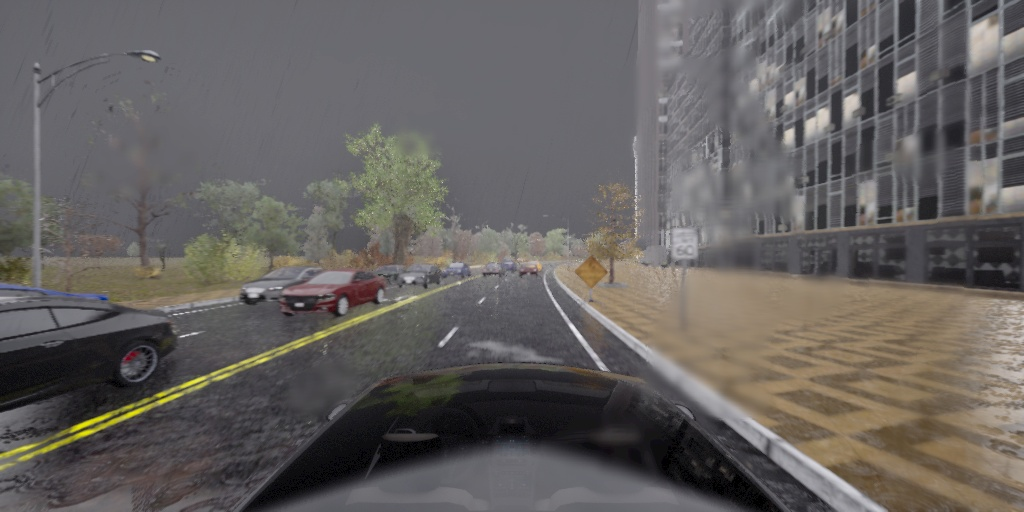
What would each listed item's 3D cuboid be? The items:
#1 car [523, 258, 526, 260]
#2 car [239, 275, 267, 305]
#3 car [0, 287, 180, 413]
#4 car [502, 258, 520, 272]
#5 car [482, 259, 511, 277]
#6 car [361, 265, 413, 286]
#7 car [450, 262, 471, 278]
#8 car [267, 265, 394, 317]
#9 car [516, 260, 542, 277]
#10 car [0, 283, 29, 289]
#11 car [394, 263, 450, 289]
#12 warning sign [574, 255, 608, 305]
[{"bbox_3d":[2.942,1.301,47.833,1.882,1.535,5.008,0,0,8],"label":"car"},{"bbox_3d":[-9.549,1.217,15.833,2.128,1.511,4.902,0,0,2],"label":"car"},{"bbox_3d":[-6.557,1.251,4.174,1.812,1.442,4.674,0,0,1],"label":"car"},{"bbox_3d":[-0.410,1.332,47.284,1.812,1.442,4.674,0,0,8],"label":"car"},{"bbox_3d":[-1.706,1.333,35.559,2.033,1.411,5.357,0,0,6],"label":"car"},{"bbox_3d":[-9.013,1.341,26.306,1.895,1.301,4.718,0,0,4],"label":"car"},{"bbox_3d":[-5.133,1.294,34.052,1.812,1.442,4.674,0,0,5],"label":"car"},{"bbox_3d":[-6.380,1.214,13.406,1.882,1.535,5.008,0,0,2],"label":"car"},{"bbox_3d":[1.766,1.404,36.291,1.895,1.301,4.718,0,0,5],"label":"car"},{"bbox_3d":[-9.790,1.191,5.752,1.882,1.535,5.008,0,0,1],"label":"car"},{"bbox_3d":[-5.916,1.242,23.559,2.128,1.511,4.902,0,0,4],"label":"car"},{"bbox_3d":[3.030,0.893,13.787,1.300,1.860,1.060,0,0,2],"label":"warning sign"}]
